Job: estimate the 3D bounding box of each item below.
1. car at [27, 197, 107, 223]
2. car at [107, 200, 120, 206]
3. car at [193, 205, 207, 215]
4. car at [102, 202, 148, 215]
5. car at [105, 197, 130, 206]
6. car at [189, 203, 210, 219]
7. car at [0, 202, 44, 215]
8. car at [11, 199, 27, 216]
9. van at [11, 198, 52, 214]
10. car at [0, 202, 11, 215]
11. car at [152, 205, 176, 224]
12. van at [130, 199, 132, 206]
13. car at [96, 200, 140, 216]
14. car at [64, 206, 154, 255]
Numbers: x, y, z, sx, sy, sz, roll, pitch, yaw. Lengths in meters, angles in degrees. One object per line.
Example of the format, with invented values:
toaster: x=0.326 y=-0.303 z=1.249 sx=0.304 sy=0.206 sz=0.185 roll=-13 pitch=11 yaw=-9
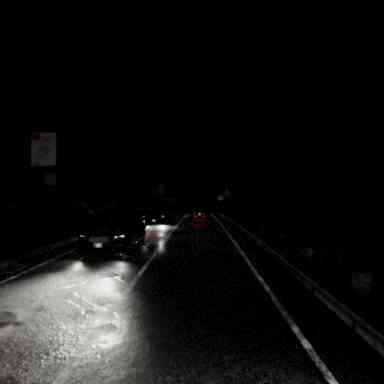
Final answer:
car: x=-8.928 y=1.419 z=24.052 sx=4.553 sy=1.767 sz=2.185 roll=0 pitch=-2 yaw=1
car: x=-8.857 y=1.624 z=27.082 sx=5.008 sy=1.535 sz=2.097 roll=0 pitch=-2 yaw=1
car: x=1.104 y=2.490 z=46.240 sx=1.895 sy=1.301 sz=4.718 roll=0 pitch=-3 yaw=2
car: x=-8.392 y=2.122 z=42.131 sx=5.366 sy=1.575 sz=1.946 roll=0 pitch=-2 yaw=1
car: x=-8.835 y=1.451 z=30.006 sx=5.566 sy=2.045 sz=2.435 roll=0 pitch=-2 yaw=1
car: x=0.798 y=1.947 z=34.537 sx=1.837 sy=1.490 sz=4.892 roll=0 pitch=-1 yaw=2
car: x=-21.070 y=1.964 z=40.237 sx=5.366 sy=1.575 sz=1.946 roll=0 pitch=-2 yaw=1
car: x=-21.122 y=1.865 z=37.579 sx=5.366 sy=1.575 sz=1.946 roll=0 pitch=-2 yaw=1
van: x=-20.711 y=1.853 z=43.032 sx=4.442 sy=1.987 sz=1.878 roll=0 pitch=-2 yaw=1
car: x=-21.019 y=1.427 z=31.869 sx=5.566 sy=2.045 sz=2.435 roll=0 pitch=-2 yaw=1
car: x=-2.725 y=1.767 z=26.947 sx=2.033 sy=1.411 sz=5.357 roll=0 pitch=-1 yaw=2
van: x=-8.808 y=1.675 z=36.195 sx=4.442 sy=1.987 sz=1.878 roll=0 pitch=-2 yaw=1
car: x=-8.664 y=1.883 z=39.225 sx=4.553 sy=1.767 sz=2.185 roll=0 pitch=-2 yaw=1
car: x=-3.060 y=1.523 z=13.499 sx=2.128 sy=1.511 sz=4.902 roll=0 pitch=0 yaw=1
